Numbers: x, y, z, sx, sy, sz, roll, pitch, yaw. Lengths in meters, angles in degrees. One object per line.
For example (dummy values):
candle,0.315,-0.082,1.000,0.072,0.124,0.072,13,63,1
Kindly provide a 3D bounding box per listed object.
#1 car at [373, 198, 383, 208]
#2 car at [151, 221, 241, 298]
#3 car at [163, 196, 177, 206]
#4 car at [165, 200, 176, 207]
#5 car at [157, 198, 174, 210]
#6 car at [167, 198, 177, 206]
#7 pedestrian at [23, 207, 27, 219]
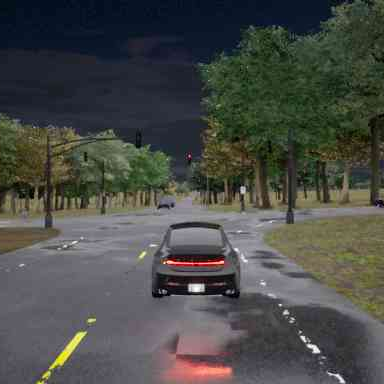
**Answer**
car,19.522,0.793,30.818,4.718,1.301,1.895,-2,-1,2
car,0.083,1.511,8.515,1.837,1.490,4.892,0,0,0
car,-4.411,1.825,60.457,2.150,2.045,5.566,0,-1,-2
car,-4.569,2.337,70.394,2.033,1.411,5.357,0,-1,-1
car,-4.199,2.022,50.261,1.895,1.301,4.718,0,-1,-1
car,-4.807,2.416,80.684,2.097,1.767,4.553,0,-2,-1
pedestrian,-18.111,2.213,36.108,0.375,1.300,0.375,0,1,2
